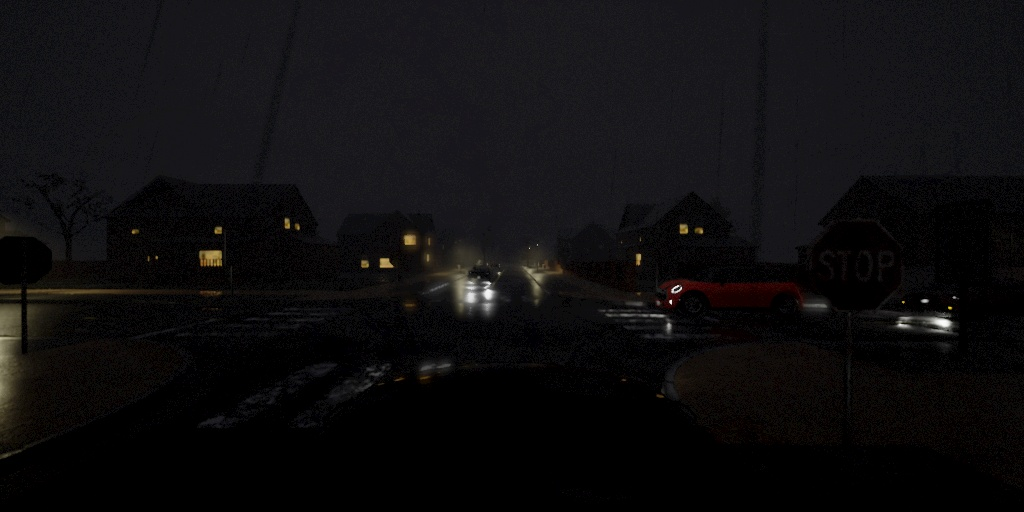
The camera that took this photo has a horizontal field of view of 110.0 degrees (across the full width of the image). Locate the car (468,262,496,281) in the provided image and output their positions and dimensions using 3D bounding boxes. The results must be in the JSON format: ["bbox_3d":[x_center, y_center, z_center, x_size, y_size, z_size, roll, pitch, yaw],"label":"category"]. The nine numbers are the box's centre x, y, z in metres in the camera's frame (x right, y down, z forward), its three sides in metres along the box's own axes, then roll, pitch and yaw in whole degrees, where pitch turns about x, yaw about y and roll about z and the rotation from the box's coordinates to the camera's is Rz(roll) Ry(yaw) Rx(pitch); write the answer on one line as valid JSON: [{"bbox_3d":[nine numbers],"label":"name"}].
[{"bbox_3d":[-2.700,1.448,31.333,1.895,1.301,4.718,0,0,0],"label":"car"}]

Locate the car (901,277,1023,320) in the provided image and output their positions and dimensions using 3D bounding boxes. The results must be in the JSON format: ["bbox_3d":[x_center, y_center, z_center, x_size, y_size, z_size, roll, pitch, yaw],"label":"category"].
[{"bbox_3d":[16.645,1.431,12.727,4.181,1.385,1.994,0,0,0],"label":"car"}]

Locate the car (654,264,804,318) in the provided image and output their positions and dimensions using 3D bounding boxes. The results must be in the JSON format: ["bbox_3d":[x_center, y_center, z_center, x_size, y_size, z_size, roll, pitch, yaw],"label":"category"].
[{"bbox_3d":[7.649,1.166,13.052,4.553,1.767,2.097,0,0,5],"label":"car"}]

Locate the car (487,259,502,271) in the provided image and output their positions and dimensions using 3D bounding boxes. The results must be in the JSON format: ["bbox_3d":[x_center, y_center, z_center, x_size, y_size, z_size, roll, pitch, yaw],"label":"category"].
[{"bbox_3d":[-2.663,1.164,53.450,2.097,1.767,4.553,0,0,0],"label":"car"}]
